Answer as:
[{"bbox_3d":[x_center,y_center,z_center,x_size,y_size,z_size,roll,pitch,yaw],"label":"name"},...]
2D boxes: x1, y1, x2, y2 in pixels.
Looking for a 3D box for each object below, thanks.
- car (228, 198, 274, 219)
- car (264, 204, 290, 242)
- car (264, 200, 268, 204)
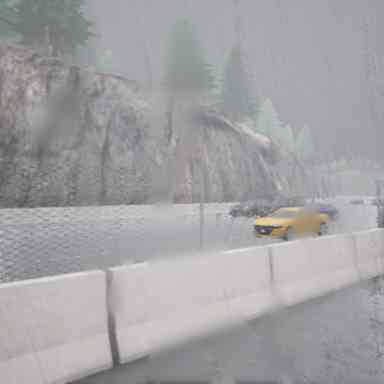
[{"bbox_3d":[5.693,1.485,31.741,4.553,1.767,2.097,0,0,-44],"label":"car"},{"bbox_3d":[5.194,1.552,17.146,5.008,1.535,1.882,0,0,-41],"label":"car"},{"bbox_3d":[8.089,1.348,29.143,5.566,2.045,2.150,0,0,-44],"label":"car"}]
